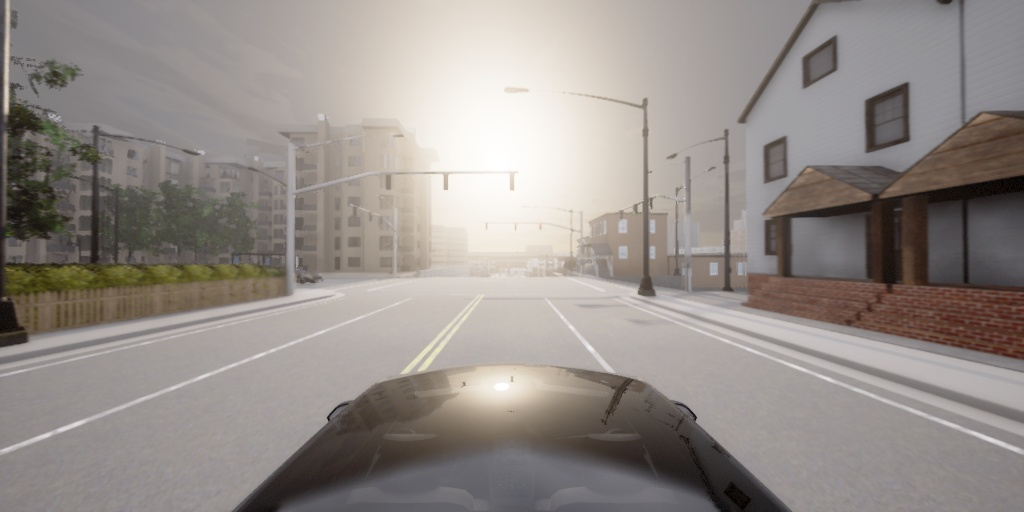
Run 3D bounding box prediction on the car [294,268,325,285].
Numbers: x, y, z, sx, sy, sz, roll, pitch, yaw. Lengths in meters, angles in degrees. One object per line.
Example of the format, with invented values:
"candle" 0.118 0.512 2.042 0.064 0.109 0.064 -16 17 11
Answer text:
"car" -18.556 1.673 29.684 5.357 1.411 2.033 0 -1 1
